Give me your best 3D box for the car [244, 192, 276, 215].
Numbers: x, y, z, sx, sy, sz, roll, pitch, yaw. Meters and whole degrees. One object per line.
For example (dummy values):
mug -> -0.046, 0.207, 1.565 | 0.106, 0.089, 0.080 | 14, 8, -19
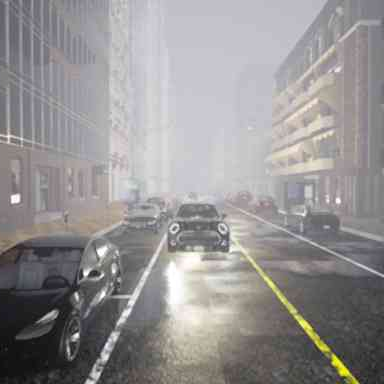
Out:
car -> 5.932, 1.011, 28.257 | 1.967, 1.590, 4.097 | 0, 1, 0

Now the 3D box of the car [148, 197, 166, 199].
car -> -2.426, 1.093, 22.576 | 1.967, 1.590, 4.097 | 0, 1, 0

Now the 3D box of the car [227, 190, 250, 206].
car -> 5.887, 0.717, 39.551 | 2.192, 1.841, 5.009 | 0, 1, 0

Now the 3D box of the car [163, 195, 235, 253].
car -> 0.206, 1.157, 12.677 | 2.097, 1.767, 4.553 | 0, 1, 0

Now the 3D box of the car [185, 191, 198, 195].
car -> 0.108, 0.556, 61.278 | 1.882, 1.535, 5.008 | 0, 1, 0

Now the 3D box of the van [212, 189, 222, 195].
van -> 5.750, 0.247, 73.439 | 1.690, 1.788, 3.998 | 0, 1, 0

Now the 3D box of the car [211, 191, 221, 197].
car -> 5.728, 0.391, 79.091 | 1.947, 1.339, 4.313 | 0, 1, 0

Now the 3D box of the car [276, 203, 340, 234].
car -> 5.978, 1.291, 16.964 | 2.008, 1.369, 4.403 | 0, 1, 0

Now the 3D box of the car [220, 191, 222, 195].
car -> 5.841, 0.815, 50.851 | 1.802, 1.307, 4.206 | 0, 1, 0

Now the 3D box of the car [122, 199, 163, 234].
car -> -2.402, 1.289, 16.929 | 2.008, 1.369, 4.403 | 0, 1, 0

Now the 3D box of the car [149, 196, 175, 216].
car -> -2.447, 1.096, 28.055 | 1.752, 1.417, 4.829 | 0, 1, 0

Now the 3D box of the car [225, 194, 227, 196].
car -> 5.864, 0.899, 45.203 | 1.802, 1.307, 4.206 | 0, 1, 0

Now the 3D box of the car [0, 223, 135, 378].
car -> -2.357, 1.476, 5.634 | 1.947, 1.339, 4.313 | 0, 1, 0
